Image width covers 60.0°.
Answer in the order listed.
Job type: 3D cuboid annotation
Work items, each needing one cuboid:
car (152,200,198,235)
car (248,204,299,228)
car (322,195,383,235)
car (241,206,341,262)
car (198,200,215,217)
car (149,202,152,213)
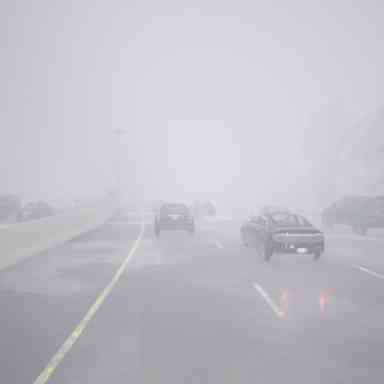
[{"bbox_3d":[-1.115,1.359,19.233,2.097,1.767,4.553,0,0,-6],"label":"car"},{"bbox_3d":[5.498,1.594,23.162,1.895,1.301,4.718,0,0,-7],"label":"car"},{"bbox_3d":[9.510,1.205,18.880,2.150,2.045,5.566,0,0,-6],"label":"car"},{"bbox_3d":[3.058,1.488,12.113,2.128,1.511,4.902,0,0,-4],"label":"car"},{"bbox_3d":[0.855,1.497,30.725,2.128,1.511,4.902,0,0,-9],"label":"car"},{"bbox_3d":[-3.844,1.564,38.022,2.033,1.411,5.357,0,0,-9],"label":"car"}]
